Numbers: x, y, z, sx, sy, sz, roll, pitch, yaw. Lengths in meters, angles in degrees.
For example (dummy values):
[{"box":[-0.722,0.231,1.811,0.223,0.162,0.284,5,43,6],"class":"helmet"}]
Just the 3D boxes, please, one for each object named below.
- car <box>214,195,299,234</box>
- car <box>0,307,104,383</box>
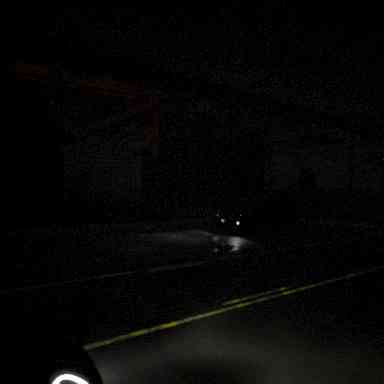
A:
[{"box":[3.919,1.198,19.565,5.566,2.045,2.150,0,0,-35],"class":"car"},{"box":[-2.747,1.352,1.779,4.553,1.767,2.097,0,0,-36],"class":"car"}]
